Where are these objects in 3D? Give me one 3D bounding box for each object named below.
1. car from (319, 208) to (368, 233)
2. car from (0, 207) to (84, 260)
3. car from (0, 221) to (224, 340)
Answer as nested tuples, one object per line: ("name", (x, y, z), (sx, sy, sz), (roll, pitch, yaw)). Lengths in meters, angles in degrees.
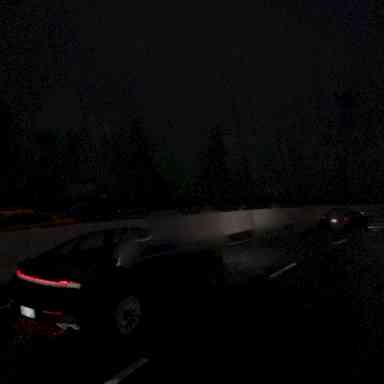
("car", (9.683, 1.686, 21.065), (1.994, 1.385, 4.181), (1, 0, 41))
("car", (-6.442, 1.377, 11.588), (1.882, 1.535, 5.008), (1, 0, 32))
("car", (-1.021, 1.469, 6.692), (2.128, 1.511, 4.902), (1, 0, 31))
